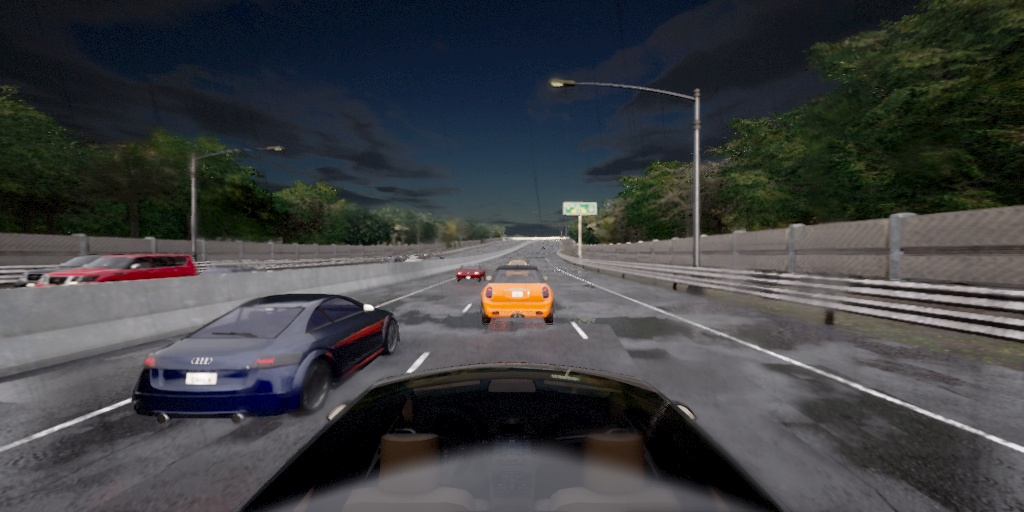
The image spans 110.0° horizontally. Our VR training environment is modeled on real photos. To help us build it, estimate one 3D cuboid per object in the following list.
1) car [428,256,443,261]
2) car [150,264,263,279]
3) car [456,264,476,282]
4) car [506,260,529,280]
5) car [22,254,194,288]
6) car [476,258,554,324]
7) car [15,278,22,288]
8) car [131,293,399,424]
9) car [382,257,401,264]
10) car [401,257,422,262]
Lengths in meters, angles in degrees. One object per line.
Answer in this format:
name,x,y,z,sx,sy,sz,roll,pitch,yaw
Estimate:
car,-12.604,0.825,59.046,1.837,1.490,4.892,0,1,3
car,-13.972,1.233,17.667,2.033,1.411,5.357,0,0,1
car,-3.076,1.256,27.948,1.895,1.301,4.718,0,0,1
car,0.500,1.124,30.897,1.882,1.535,5.008,0,0,1
car,-17.476,0.910,16.446,2.150,2.045,5.566,0,0,0
car,0.169,1.066,12.009,2.097,1.767,4.553,0,0,0
car,-20.957,0.900,18.417,2.150,2.045,5.566,0,0,1
car,-3.375,1.298,5.913,1.994,1.385,4.181,0,0,0
car,-19.624,0.887,58.791,1.994,1.385,4.181,0,1,3
car,-16.114,0.851,58.785,1.812,1.442,4.674,0,1,3
